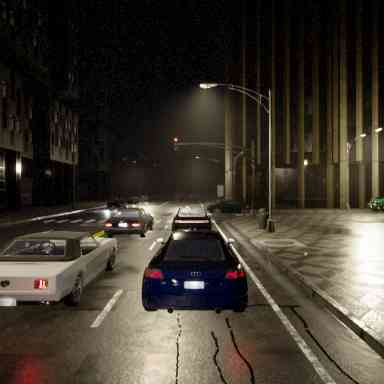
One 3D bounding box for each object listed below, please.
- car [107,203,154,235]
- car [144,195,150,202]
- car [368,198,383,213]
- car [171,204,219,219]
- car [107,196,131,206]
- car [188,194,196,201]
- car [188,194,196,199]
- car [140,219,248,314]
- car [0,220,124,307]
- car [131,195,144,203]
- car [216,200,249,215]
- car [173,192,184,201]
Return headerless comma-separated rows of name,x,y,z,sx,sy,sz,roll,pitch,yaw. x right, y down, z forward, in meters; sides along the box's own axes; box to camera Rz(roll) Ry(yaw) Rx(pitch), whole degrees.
car,-3.155,1.531,17.517,2.033,1.411,5.357,0,0,0
car,-9.763,1.376,68.690,2.033,1.411,5.357,0,0,0
car,20.590,1.080,33.094,5.566,2.045,2.150,0,0,0
car,-0.003,1.477,16.579,2.128,1.511,4.902,0,0,0
car,-9.855,1.522,43.945,1.895,1.301,4.718,0,0,0
car,-0.012,1.336,75.057,2.033,1.411,5.357,0,0,0
car,-0.013,1.192,85.509,1.895,1.301,4.718,0,0,0
car,0.085,1.560,7.705,1.994,1.385,4.181,0,0,1
car,-3.149,1.597,7.926,1.895,1.301,4.718,0,0,0
car,-9.850,1.428,55.235,2.033,1.411,5.357,0,0,0
car,3.448,1.509,32.447,4.181,1.385,1.994,0,0,-7
car,-3.262,1.296,75.057,1.837,1.490,4.892,0,0,0
